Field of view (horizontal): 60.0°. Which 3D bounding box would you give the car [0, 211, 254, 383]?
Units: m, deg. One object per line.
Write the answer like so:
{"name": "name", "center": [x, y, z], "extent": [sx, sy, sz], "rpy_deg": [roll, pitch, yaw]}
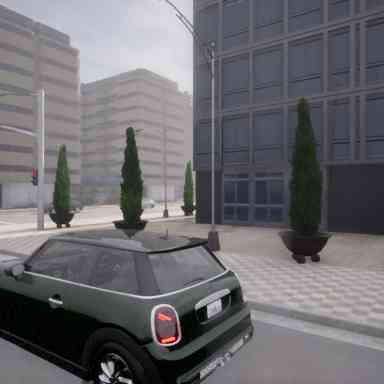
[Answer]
{"name": "car", "center": [-1.472, 1.352, 5.043], "extent": [4.553, 1.767, 2.097], "rpy_deg": [0, 0, 35]}

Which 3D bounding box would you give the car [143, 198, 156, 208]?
{"name": "car", "center": [-6.984, 1.581, 46.040], "extent": [1.812, 1.442, 4.674], "rpy_deg": [0, 0, 35]}

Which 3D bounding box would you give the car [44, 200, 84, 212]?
{"name": "car", "center": [-14.093, 1.560, 35.981], "extent": [1.837, 1.490, 4.892], "rpy_deg": [0, 0, 35]}
